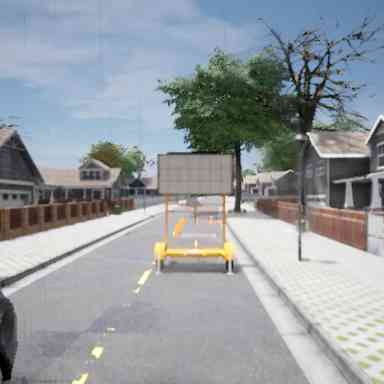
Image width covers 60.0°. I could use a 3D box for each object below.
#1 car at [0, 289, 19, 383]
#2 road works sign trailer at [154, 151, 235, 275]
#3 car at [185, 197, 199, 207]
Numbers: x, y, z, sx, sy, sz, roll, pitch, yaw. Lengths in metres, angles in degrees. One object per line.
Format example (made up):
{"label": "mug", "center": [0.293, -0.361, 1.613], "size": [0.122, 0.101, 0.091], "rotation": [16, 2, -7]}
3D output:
{"label": "car", "center": [-2.814, 1.500, 1.656], "size": [2.128, 1.511, 4.902], "rotation": [0, 0, 0]}
{"label": "road works sign trailer", "center": [0.108, 0.508, 10.651], "size": [2.380, 3.560, 2.880], "rotation": [0, 0, 2]}
{"label": "car", "center": [0.119, 1.595, 53.122], "size": [1.837, 1.490, 4.892], "rotation": [0, 0, 6]}
